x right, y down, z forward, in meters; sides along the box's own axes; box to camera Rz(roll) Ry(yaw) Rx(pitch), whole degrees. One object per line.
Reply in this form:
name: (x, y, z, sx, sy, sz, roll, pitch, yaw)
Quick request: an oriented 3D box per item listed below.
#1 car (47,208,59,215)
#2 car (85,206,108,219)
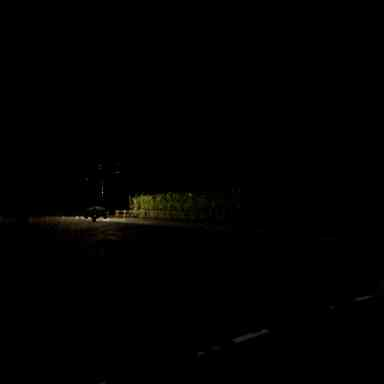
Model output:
car: (-36.067, 5.079, 86.429, 2.097, 1.767, 4.553, 2, -4, -35)
car: (-15.186, 3.225, 52.518, 2.150, 2.045, 5.566, 2, -4, -35)
